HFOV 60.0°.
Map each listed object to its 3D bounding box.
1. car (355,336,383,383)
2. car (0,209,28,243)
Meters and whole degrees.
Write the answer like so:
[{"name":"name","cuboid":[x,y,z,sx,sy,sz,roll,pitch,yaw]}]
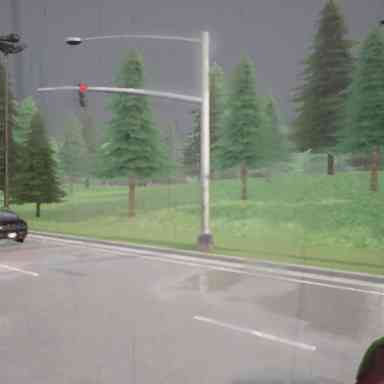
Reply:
[{"name":"car","cuboid":[3.091,1.564,1.786,4.181,1.385,1.994,0,0,36]},{"name":"car","cuboid":[-9.264,1.504,14.903,4.892,1.490,1.837,0,0,36]}]
